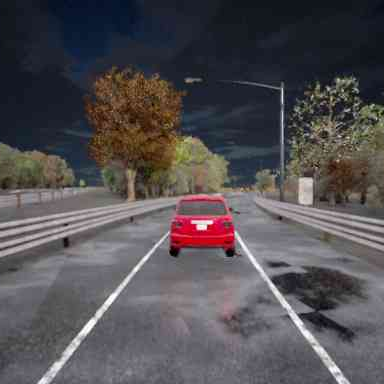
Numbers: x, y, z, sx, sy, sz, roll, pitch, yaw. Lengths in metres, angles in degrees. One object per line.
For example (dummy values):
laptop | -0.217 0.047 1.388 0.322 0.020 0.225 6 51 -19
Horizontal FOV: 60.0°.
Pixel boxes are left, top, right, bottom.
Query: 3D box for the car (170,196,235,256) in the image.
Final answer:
car | 0.430 1.147 12.908 2.150 2.045 5.566 0 1 3

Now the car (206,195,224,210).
car | 2.787 1.226 39.647 1.882 1.535 5.008 0 1 7
